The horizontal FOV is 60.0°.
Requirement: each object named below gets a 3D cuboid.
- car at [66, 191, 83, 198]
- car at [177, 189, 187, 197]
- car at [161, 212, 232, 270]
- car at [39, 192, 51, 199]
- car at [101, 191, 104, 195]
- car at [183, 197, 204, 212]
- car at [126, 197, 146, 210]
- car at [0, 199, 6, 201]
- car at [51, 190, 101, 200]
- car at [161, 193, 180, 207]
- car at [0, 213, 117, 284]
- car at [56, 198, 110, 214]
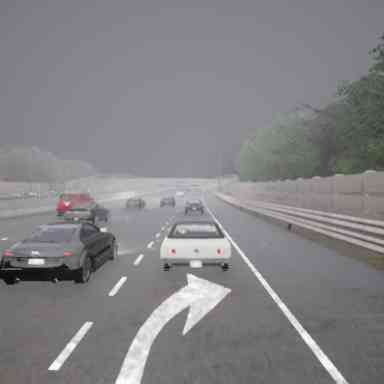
[{"bbox_3d":[-27.370,0.584,77.441,2.128,1.511,4.902,0,1,1],"label":"car"},{"bbox_3d":[-2.841,0.588,79.075,1.812,1.442,4.674,0,1,1],"label":"car"},{"bbox_3d":[0.116,1.558,10.826,1.895,1.301,4.718,0,0,0],"label":"car"},{"bbox_3d":[-30.964,0.734,71.314,1.837,1.490,4.892,0,1,1],"label":"car"},{"bbox_3d":[-20.459,0.600,71.655,2.097,1.767,4.553,0,1,1],"label":"car"},{"bbox_3d":[0.232,1.389,34.213,1.812,1.442,4.674,0,0,0],"label":"car"},{"bbox_3d":[-6.722,1.317,40.110,2.128,1.511,4.902,0,0,0],"label":"car"},{"bbox_3d":[-20.947,1.419,35.428,1.994,1.385,4.181,0,0,1],"label":"car"},{"bbox_3d":[-10.308,1.101,30.092,2.150,2.045,5.566,0,0,0],"label":"car"},{"bbox_3d":[-3.265,1.252,46.527,2.128,1.511,4.902,0,1,1],"label":"car"},{"bbox_3d":[-3.487,1.526,9.474,1.994,1.385,4.181,0,0,0],"label":"car"},{"bbox_3d":[-6.841,1.403,22.145,2.128,1.511,4.902,0,0,0],"label":"car"}]
